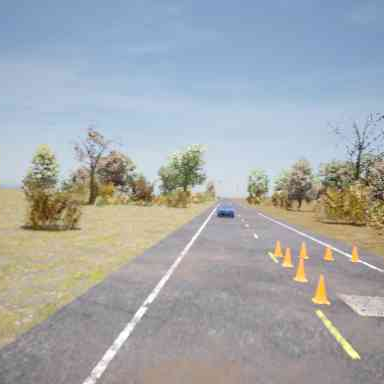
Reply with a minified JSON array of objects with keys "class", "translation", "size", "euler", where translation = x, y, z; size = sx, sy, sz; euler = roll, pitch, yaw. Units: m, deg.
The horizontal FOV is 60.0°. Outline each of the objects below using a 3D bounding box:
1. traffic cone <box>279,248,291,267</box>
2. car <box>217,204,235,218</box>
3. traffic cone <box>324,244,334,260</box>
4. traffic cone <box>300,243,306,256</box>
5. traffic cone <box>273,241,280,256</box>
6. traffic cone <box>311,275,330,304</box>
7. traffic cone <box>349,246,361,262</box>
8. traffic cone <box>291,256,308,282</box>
[{"class":"traffic cone","translation":[3.326,2.268,11.566],"size":[0.340,0.580,0.340],"euler":[3,-1,6]},{"class":"car","translation":[3.898,2.116,38.358],"size":[1.882,1.535,5.008],"euler":[3,-1,6]},{"class":"traffic cone","translation":[5.505,2.404,13.364],"size":[0.340,0.580,0.340],"euler":[3,-1,6]},{"class":"traffic cone","translation":[4.511,2.352,13.460],"size":[0.340,0.580,0.340],"euler":[3,-1,5]},{"class":"traffic cone","translation":[3.517,2.300,13.556],"size":[0.340,0.580,0.340],"euler":[3,-1,6]},{"class":"traffic cone","translation":[2.945,2.202,7.584],"size":[0.340,0.580,0.340],"euler":[3,-1,6]},{"class":"traffic cone","translation":[6.499,2.455,13.268],"size":[0.340,0.580,0.340],"euler":[3,-1,6]},{"class":"traffic cone","translation":[3.136,2.235,9.575],"size":[0.340,0.580,0.340],"euler":[3,-1,6]}]
